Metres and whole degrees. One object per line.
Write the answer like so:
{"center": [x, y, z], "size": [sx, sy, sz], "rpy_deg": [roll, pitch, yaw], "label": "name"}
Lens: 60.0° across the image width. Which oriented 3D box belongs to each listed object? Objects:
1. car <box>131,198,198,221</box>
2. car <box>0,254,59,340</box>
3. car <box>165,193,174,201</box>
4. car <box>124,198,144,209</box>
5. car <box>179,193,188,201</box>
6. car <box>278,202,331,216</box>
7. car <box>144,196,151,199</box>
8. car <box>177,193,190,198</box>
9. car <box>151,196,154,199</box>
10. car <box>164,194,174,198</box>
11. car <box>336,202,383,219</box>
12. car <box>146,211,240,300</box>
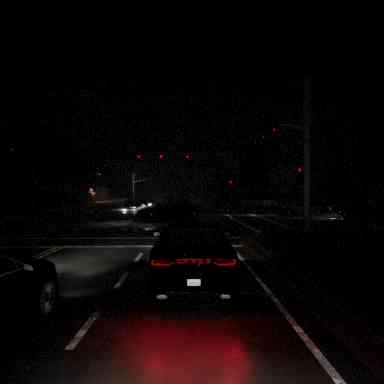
{"center": [-1.821, 1.478, 25.773], "size": [5.008, 1.535, 1.882], "rpy_deg": [0, -1, -35], "label": "car"}
{"center": [-3.468, 1.492, 4.469], "size": [2.128, 1.511, 4.902], "rpy_deg": [0, 0, 0], "label": "car"}
{"center": [-5.705, 1.270, 85.229], "size": [2.097, 1.767, 4.553], "rpy_deg": [0, 0, -1], "label": "car"}
{"center": [-8.285, 1.526, 46.500], "size": [1.812, 1.442, 4.674], "rpy_deg": [0, 0, -1], "label": "car"}
{"center": [-2.200, 1.225, 85.058], "size": [2.150, 2.045, 5.566], "rpy_deg": [0, 0, -1], "label": "car"}
{"center": [10.859, 1.601, 32.434], "size": [4.718, 1.301, 1.895], "rpy_deg": [0, 0, -2], "label": "car"}
{"center": [-8.540, 1.601, 56.381], "size": [1.895, 1.301, 4.718], "rpy_deg": [0, 0, -1], "label": "car"}
{"center": [-1.498, 1.221, 61.442], "size": [2.150, 2.045, 5.566], "rpy_deg": [0, 0, -1], "label": "car"}
{"center": [-8.752, 1.491, 66.807], "size": [2.128, 1.511, 4.902], "rpy_deg": [0, 0, -1], "label": "car"}
{"center": [-5.430, 1.533, 74.624], "size": [2.033, 1.411, 5.357], "rpy_deg": [0, 0, -1], "label": "car"}
{"center": [14.912, 1.563, 29.050], "size": [4.181, 1.385, 1.994], "rpy_deg": [0, 0, -2], "label": "car"}
{"center": [0.000, 1.478, 8.461], "size": [1.882, 1.535, 5.008], "rpy_deg": [0, 0, -1], "label": "car"}
